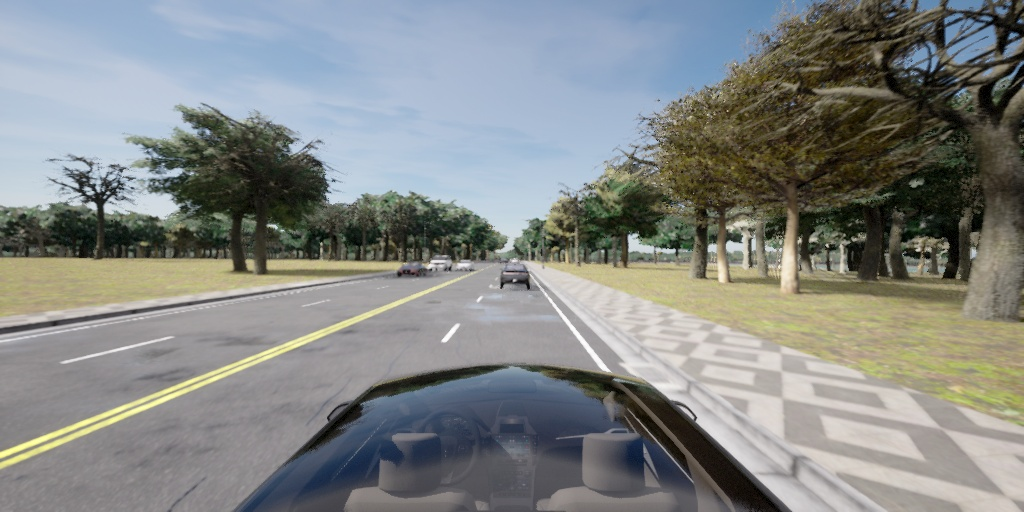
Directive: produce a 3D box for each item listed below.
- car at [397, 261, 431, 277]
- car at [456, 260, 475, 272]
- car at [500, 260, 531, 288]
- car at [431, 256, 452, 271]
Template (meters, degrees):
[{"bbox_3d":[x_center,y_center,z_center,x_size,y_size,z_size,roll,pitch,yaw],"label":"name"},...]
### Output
[{"bbox_3d":[-9.442,1.253,34.150,1.994,1.385,4.181,1,0,1],"label":"car"},{"bbox_3d":[-6.061,1.274,47.007,1.812,1.442,4.674,1,0,1],"label":"car"},{"bbox_3d":[0.204,1.253,23.697,2.128,1.511,4.902,1,0,1],"label":"car"},{"bbox_3d":[-9.307,0.956,47.092,2.150,2.045,5.566,1,0,1],"label":"car"}]
